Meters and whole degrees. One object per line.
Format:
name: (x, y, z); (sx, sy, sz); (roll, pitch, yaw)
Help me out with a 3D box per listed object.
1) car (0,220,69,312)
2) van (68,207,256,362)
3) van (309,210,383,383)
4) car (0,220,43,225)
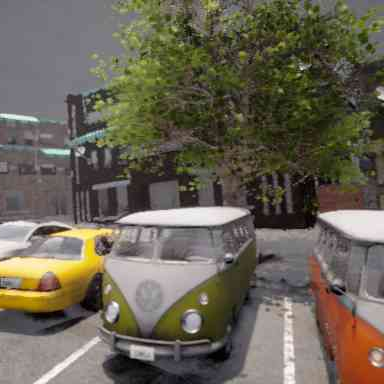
car: (-2.322, 1.515, 7.957); (1.946, 1.575, 5.366); (0, -1, 16)
van: (0.054, 1.274, 5.898); (1.878, 1.987, 4.442); (0, -1, 16)
van: (2.512, 1.260, 4.128); (1.878, 1.987, 4.442); (0, -1, 16)
car: (-4.823, 1.570, 9.549); (2.002, 1.452, 4.674); (0, -1, 16)
